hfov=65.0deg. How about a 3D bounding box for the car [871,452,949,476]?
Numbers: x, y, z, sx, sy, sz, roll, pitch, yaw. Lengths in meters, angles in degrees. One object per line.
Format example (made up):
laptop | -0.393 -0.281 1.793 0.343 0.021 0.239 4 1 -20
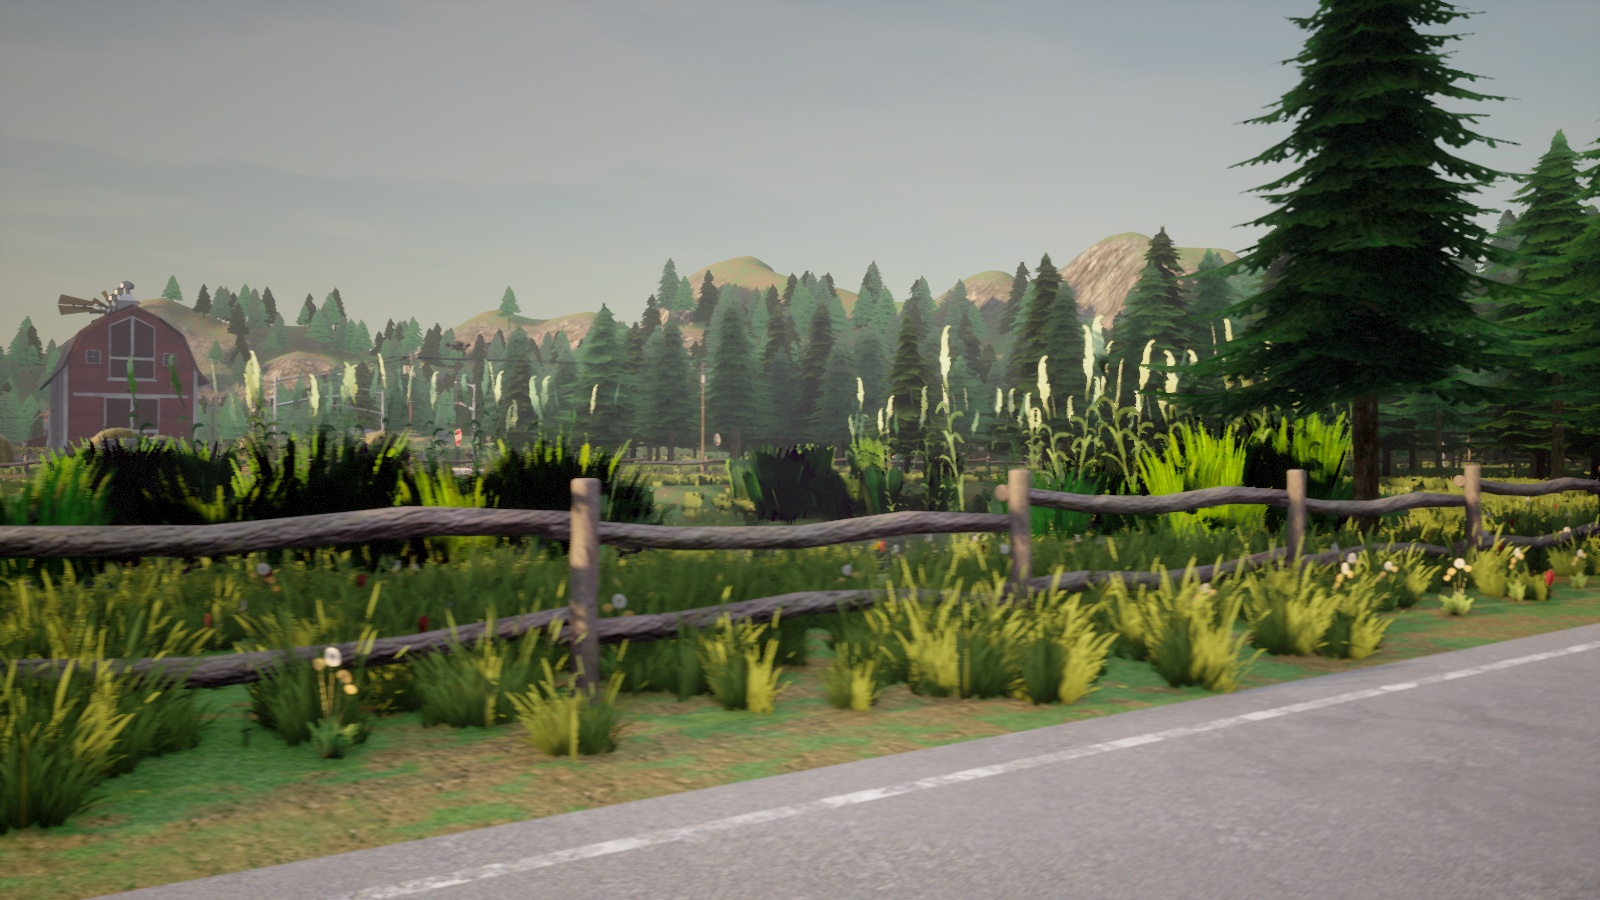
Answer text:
car | 7.168 0.912 81.424 4.892 1.490 1.837 0 0 -31

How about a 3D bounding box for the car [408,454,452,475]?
car | -27.738 1.057 94.081 1.837 1.490 4.892 0 0 -33

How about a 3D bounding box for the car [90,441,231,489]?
car | -28.723 0.641 56.463 5.566 2.045 2.150 0 0 -30
